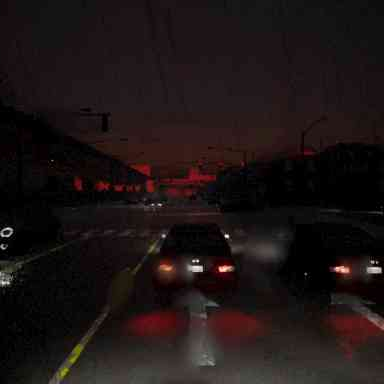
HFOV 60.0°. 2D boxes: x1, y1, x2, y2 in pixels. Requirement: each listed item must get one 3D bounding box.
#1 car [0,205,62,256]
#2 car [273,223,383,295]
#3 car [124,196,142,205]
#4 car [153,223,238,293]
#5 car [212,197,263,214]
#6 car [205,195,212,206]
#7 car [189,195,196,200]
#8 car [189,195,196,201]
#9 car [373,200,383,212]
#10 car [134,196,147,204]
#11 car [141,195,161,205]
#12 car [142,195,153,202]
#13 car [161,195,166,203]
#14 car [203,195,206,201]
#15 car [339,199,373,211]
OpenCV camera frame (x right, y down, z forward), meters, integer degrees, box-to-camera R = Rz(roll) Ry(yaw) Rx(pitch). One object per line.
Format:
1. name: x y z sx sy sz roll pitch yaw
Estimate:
1. car: -6.925 1.352 13.040 2.097 1.767 4.553 0 0 2
2. car: 3.581 1.547 8.892 2.033 1.411 5.357 0 0 2
3. car: -10.434 1.478 57.264 1.882 1.535 5.008 0 0 0
4. car: 0.090 1.547 9.000 2.033 1.411 5.357 0 0 0
5. car: 5.033 1.491 34.838 4.902 1.511 2.128 0 0 -19
6. car: 3.750 1.564 55.307 1.994 1.385 4.181 0 0 0
7. car: 0.223 1.500 93.793 1.837 1.490 4.892 0 0 0
8. car: 0.198 1.540 83.284 2.033 1.411 5.357 0 0 0
9. car: 22.764 1.564 36.410 4.181 1.385 1.994 0 0 0
10. car: -10.360 1.505 66.724 1.837 1.490 4.892 0 0 1
11. car: -6.935 1.601 57.052 1.895 1.301 4.718 0 0 0
12. car: -10.317 1.478 76.858 1.882 1.535 5.008 0 0 0
13. car: -6.867 1.601 66.379 1.895 1.301 4.718 0 0 1
14. car: 3.695 1.524 81.819 1.812 1.442 4.674 0 0 0
15. car: 20.630 1.547 39.918 5.357 1.411 2.033 0 0 0
